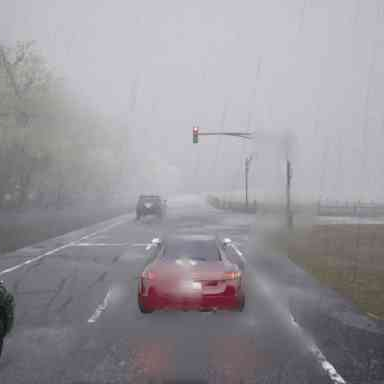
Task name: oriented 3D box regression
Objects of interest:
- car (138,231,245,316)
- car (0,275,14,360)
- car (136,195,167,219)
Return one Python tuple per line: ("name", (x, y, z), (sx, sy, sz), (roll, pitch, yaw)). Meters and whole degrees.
("car", (-0.007, 1.566, 7.640), (1.994, 1.385, 4.181), (0, 0, 0))
("car", (-3.401, 1.222, 1.994), (2.150, 2.045, 5.566), (0, 0, 0))
("car", (-3.441, 1.229, 28.900), (2.150, 2.045, 5.566), (0, 0, 0))
